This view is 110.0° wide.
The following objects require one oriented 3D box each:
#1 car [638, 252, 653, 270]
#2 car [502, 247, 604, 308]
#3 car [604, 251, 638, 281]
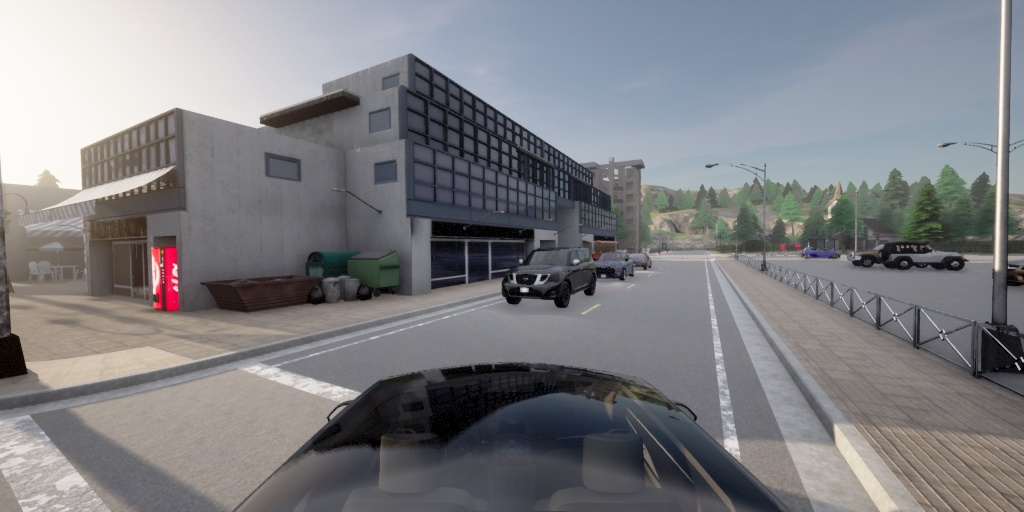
[{"bbox_3d":[11.162,0.406,31.703,1.812,1.442,4.674,0,2,28],"label":"car"},{"bbox_3d":[1.698,0.670,14.007,2.150,2.045,5.566,0,2,28],"label":"car"},{"bbox_3d":[6.335,0.521,22.681,2.097,1.767,4.553,0,2,28],"label":"car"}]
